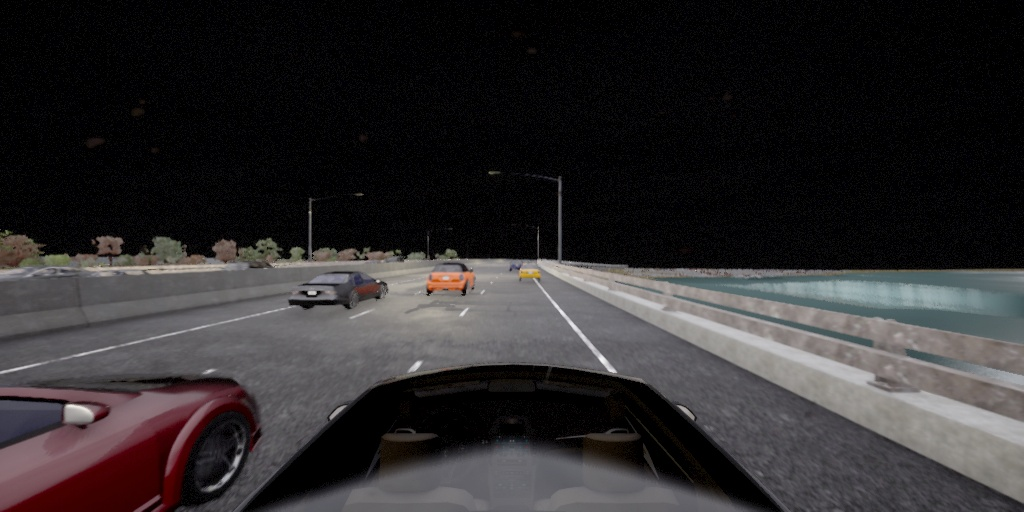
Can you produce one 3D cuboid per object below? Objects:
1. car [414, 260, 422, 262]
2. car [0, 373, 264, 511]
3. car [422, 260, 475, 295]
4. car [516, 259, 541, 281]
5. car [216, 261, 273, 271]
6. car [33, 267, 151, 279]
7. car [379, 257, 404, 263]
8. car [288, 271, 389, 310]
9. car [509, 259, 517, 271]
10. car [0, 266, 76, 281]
[{"bbox_3d":[-16.420,1.429,63.277,1.812,1.442,4.674,0,0,2],"label":"car"},{"bbox_3d":[-3.395,1.312,1.737,1.994,1.385,4.181,0,0,0],"label":"car"},{"bbox_3d":[-3.293,1.134,20.094,2.097,1.767,4.553,0,0,1],"label":"car"},{"bbox_3d":[1.468,1.265,30.580,1.801,1.575,5.366,0,0,1],"label":"car"},{"bbox_3d":[-17.450,1.136,23.210,2.097,1.767,4.553,0,0,1],"label":"car"},{"bbox_3d":[-21.006,1.373,18.878,1.895,1.301,4.718,0,0,1],"label":"car"},{"bbox_3d":[-20.001,1.119,60.898,2.150,2.045,5.566,0,0,2],"label":"car"},{"bbox_3d":[-6.847,1.318,14.813,2.033,1.411,5.357,0,0,0],"label":"car"},{"bbox_3d":[0.710,1.218,50.521,2.097,1.767,4.553,0,0,2],"label":"car"},{"bbox_3d":[-24.507,1.262,18.549,2.128,1.511,4.902,0,0,1],"label":"car"}]
